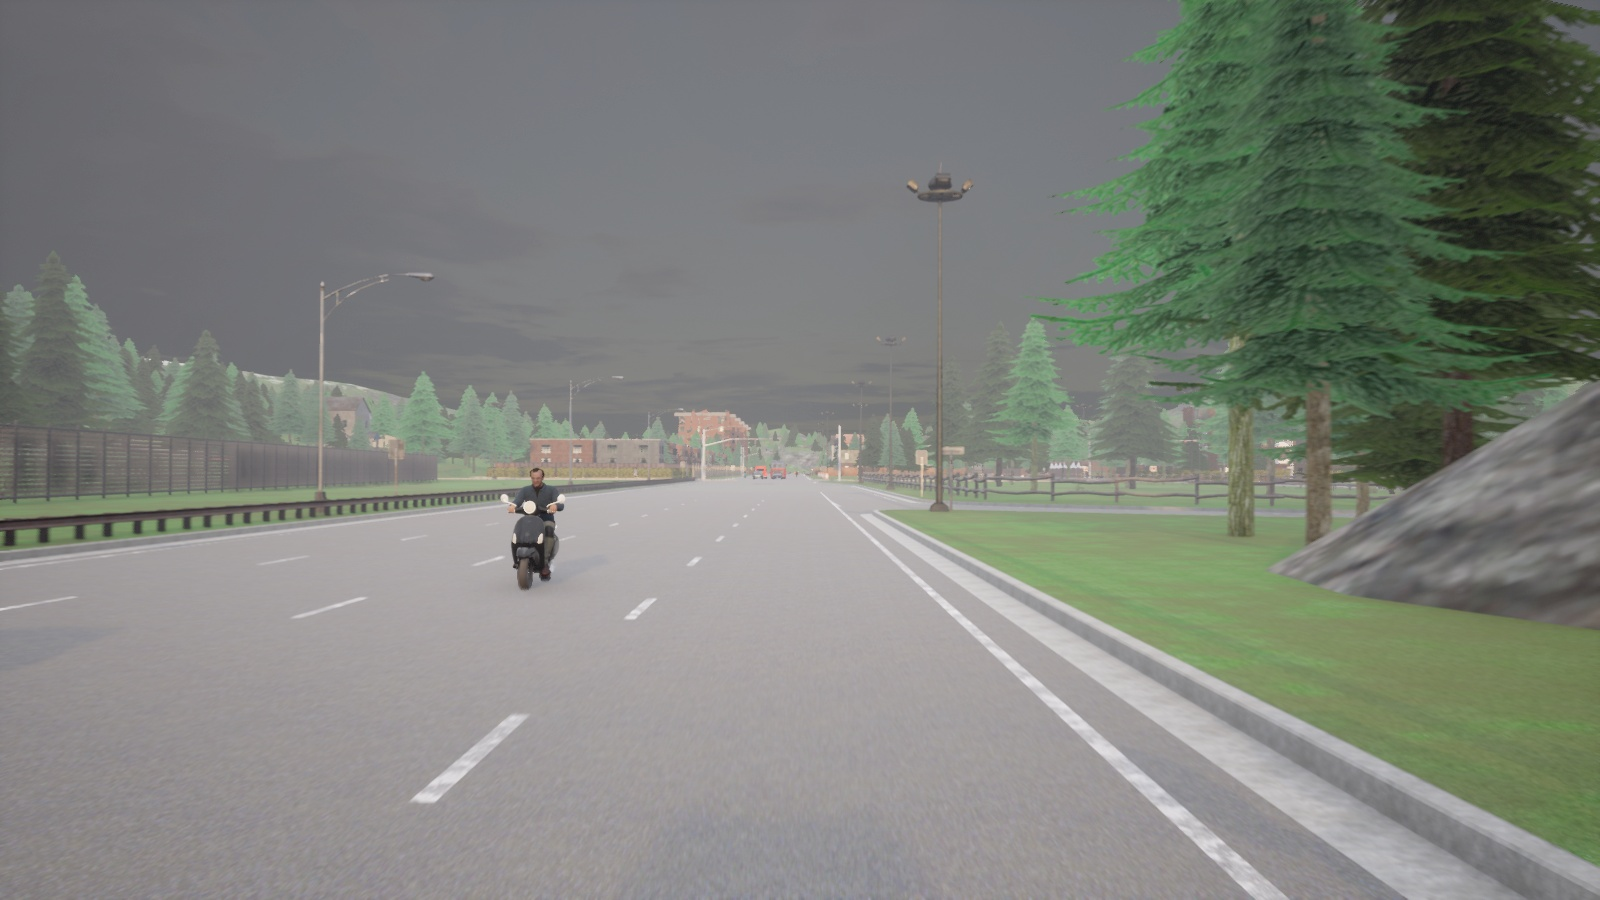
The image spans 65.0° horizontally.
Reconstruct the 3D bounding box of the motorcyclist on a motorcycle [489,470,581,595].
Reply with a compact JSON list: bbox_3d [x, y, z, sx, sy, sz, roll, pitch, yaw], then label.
[{"bbox_3d":[-3.541,1.065,16.936,0.866,1.590,1.817,0,-1,0],"label":"motorcyclist on a motorcycle"}]
